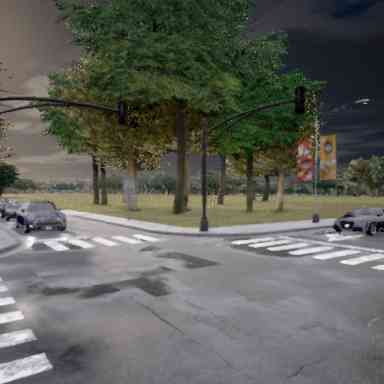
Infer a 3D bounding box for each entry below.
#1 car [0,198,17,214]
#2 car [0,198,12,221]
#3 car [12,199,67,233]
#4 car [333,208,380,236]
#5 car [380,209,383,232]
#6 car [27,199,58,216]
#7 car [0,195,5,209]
[{"bbox_3d":[-20.374,1.455,35.669,2.128,1.511,4.902,0,0,-35],"label":"car"},{"bbox_3d":[-14.401,1.519,27.253,2.033,1.411,5.357,0,0,-36],"label":"car"},{"bbox_3d":[-8.884,1.335,19.491,2.097,1.767,4.553,0,0,-35],"label":"car"},{"bbox_3d":[9.799,1.586,18.644,4.181,1.385,1.994,0,0,-35],"label":"car"},{"bbox_3d":[11.108,1.499,15.587,5.008,1.535,1.882,0,0,-36],"label":"car"},{"bbox_3d":[-14.947,1.478,33.111,1.837,1.490,4.892,0,0,-35],"label":"car"},{"bbox_3d":[-26.052,1.311,43.717,2.097,1.767,4.553,0,0,-35],"label":"car"}]
